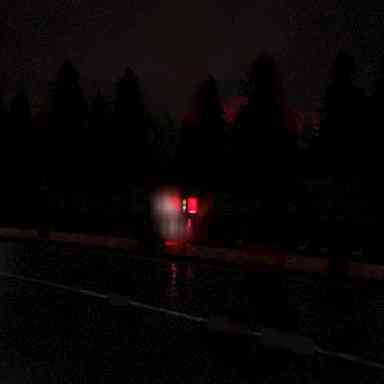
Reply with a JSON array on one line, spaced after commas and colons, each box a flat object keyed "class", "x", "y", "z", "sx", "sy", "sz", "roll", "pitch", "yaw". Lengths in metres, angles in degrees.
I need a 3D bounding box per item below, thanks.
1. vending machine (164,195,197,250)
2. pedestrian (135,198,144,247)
[{"class": "vending machine", "x": -0.438, "y": 1.195, "z": 13.472, "sx": 0.880, "sy": 2.100, "sz": 1.100, "roll": 0, "pitch": 0, "yaw": 31}, {"class": "pedestrian", "x": -1.967, "y": 1.141, "z": 12.687, "sx": 0.375, "sy": 1.860, "sz": 0.375, "roll": 0, "pitch": 0, "yaw": 31}]
